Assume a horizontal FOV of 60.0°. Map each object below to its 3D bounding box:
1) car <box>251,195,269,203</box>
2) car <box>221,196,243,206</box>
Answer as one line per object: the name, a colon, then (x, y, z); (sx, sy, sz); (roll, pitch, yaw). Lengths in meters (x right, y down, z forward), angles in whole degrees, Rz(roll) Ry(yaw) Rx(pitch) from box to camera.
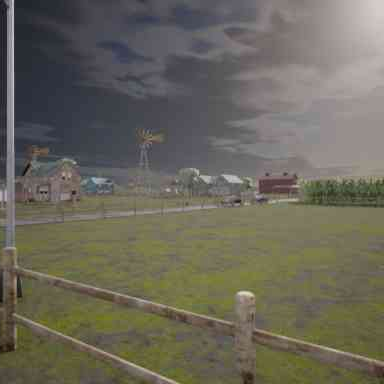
car: (11.945, 1.255, 58.699); (1.812, 1.442, 4.674); (-1, 0, 34)
car: (6.111, 1.273, 50.109); (2.128, 1.511, 4.902); (-1, 0, 35)
